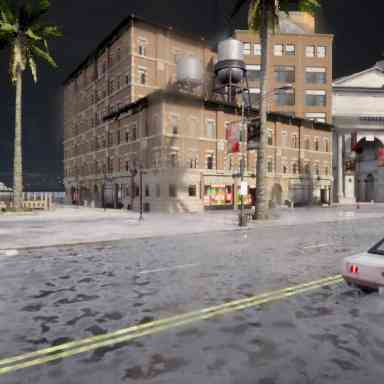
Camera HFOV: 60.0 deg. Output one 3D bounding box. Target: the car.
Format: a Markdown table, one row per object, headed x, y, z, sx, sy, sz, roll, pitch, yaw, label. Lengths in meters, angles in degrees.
| x | y | z | sx | sy | sz | roll | pitch | yaw | label |
| --- | --- | --- | --- | --- | --- | --- | --- | --- | --- |
| 5.505 | 1.601 | 7.548 | 4.718 | 1.301 | 1.895 | 0 | 0 | -35 | car |
